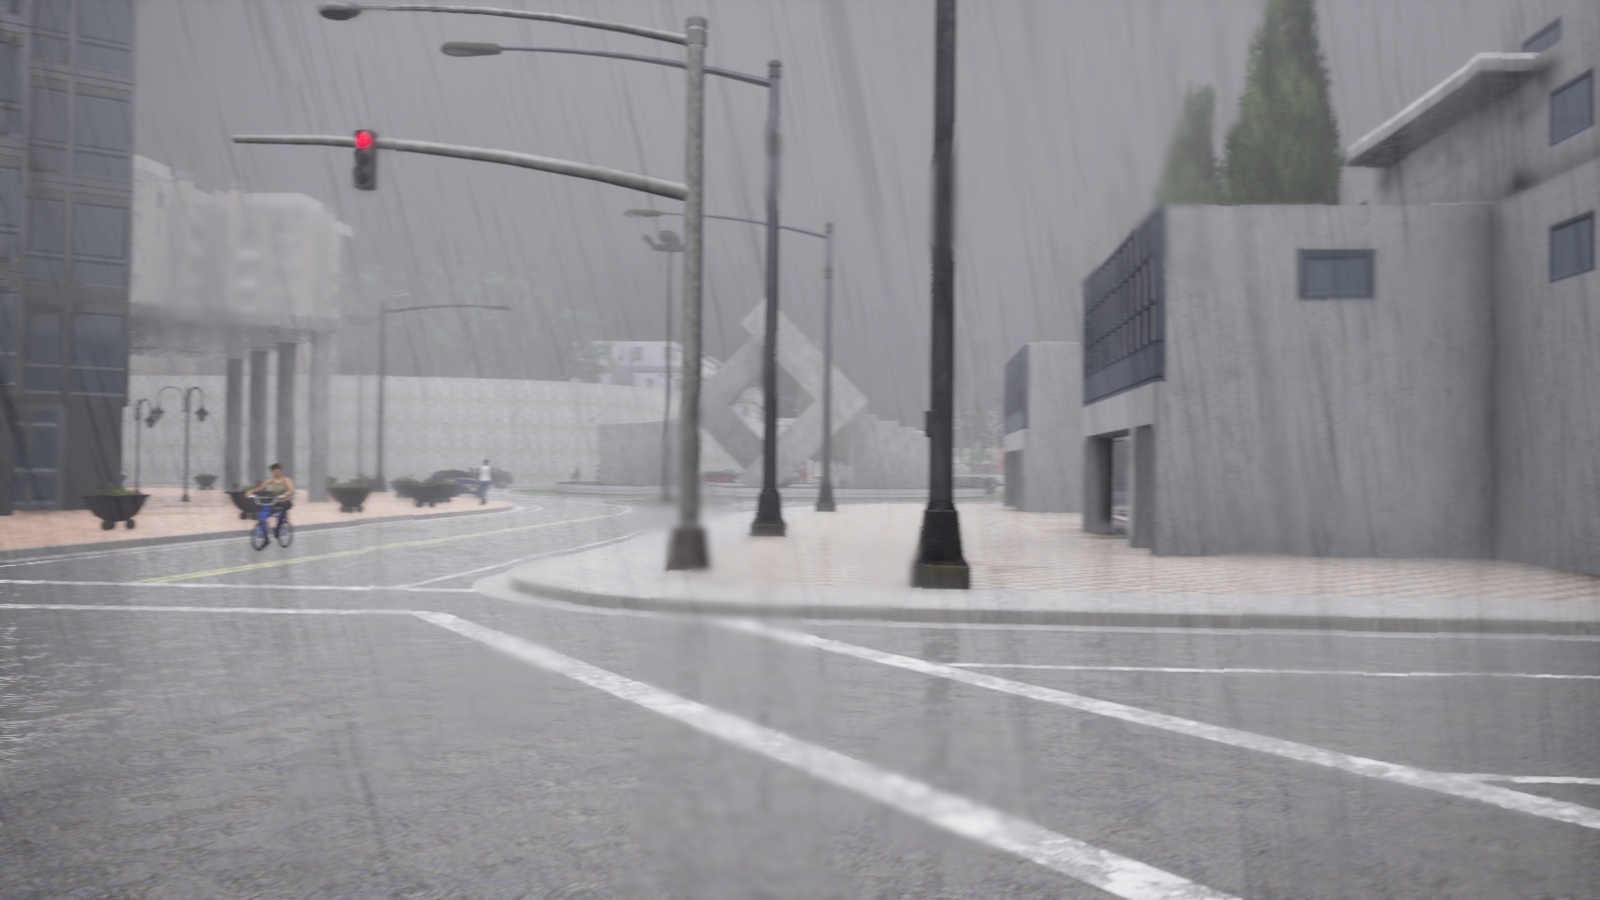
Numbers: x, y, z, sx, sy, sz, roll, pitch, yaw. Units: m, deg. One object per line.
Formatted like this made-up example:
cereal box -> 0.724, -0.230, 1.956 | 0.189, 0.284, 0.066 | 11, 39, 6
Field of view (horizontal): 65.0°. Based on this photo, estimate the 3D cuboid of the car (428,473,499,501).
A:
car -> -17.942, 1.937, 66.879 | 1.812, 1.442, 4.674 | 1, -1, -40

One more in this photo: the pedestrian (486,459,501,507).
pedestrian -> -11.657, 1.256, 47.774 | 0.354, 1.836, 0.706 | 0, -1, 2

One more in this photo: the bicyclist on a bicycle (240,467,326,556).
bicyclist on a bicycle -> -9.627, 1.125, 23.454 | 0.866, 1.612, 1.509 | 0, -1, 5
